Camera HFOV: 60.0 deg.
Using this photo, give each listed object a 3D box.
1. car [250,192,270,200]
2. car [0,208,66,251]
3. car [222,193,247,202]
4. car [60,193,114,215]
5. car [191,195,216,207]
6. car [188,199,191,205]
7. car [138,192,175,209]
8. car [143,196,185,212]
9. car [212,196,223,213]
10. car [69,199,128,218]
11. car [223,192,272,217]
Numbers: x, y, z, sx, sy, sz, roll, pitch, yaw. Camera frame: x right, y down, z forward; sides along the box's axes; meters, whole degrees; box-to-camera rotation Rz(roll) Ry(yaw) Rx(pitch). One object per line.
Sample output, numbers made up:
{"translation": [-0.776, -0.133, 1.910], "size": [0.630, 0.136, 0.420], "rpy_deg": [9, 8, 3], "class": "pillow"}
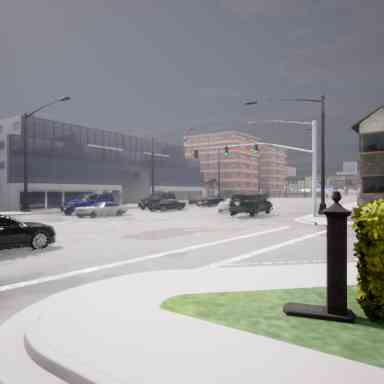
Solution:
{"translation": [13.707, 0.733, 66.768], "size": [2.033, 1.411, 5.357], "rpy_deg": [0, 0, 36], "class": "car"}
{"translation": [-7.401, 1.504, 12.050], "size": [1.837, 1.490, 4.892], "rpy_deg": [0, 0, 35], "class": "car"}
{"translation": [7.537, 0.901, 58.085], "size": [2.033, 1.411, 5.357], "rpy_deg": [0, 1, 35], "class": "car"}
{"translation": [-10.128, 1.171, 32.910], "size": [2.150, 2.045, 5.566], "rpy_deg": [0, 0, 35], "class": "car"}
{"translation": [2.435, 1.217, 44.733], "size": [2.128, 1.511, 4.902], "rpy_deg": [0, 1, 35], "class": "car"}
{"translation": [1.415, 1.247, 49.376], "size": [1.895, 1.301, 4.718], "rpy_deg": [0, 2, 35], "class": "car"}
{"translation": [-4.187, 1.072, 41.384], "size": [2.150, 2.045, 5.566], "rpy_deg": [0, 1, 36], "class": "car"}
{"translation": [-2.834, 1.493, 37.216], "size": [1.895, 1.301, 4.718], "rpy_deg": [0, 1, 35], "class": "car"}
{"translation": [4.367, 1.384, 34.922], "size": [1.812, 1.442, 4.674], "rpy_deg": [0, 1, 35], "class": "car"}
{"translation": [-8.091, 1.555, 29.712], "size": [1.895, 1.301, 4.718], "rpy_deg": [0, 0, 35], "class": "car"}
{"translation": [5.380, 1.125, 30.287], "size": [2.150, 2.045, 5.566], "rpy_deg": [0, 1, 35], "class": "car"}
